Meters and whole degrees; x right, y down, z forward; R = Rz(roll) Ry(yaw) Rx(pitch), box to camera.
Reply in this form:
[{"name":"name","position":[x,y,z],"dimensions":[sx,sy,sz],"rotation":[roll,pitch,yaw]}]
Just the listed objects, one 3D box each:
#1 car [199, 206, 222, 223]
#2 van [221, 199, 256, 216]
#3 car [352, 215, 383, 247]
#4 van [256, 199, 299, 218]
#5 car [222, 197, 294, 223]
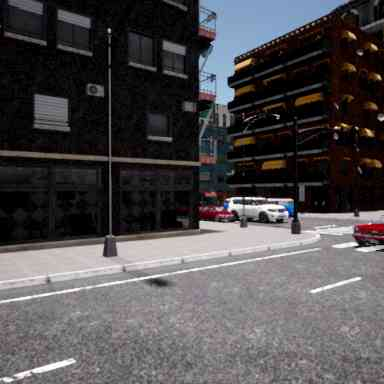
[{"name":"car","position":[1.814,1.869,28.657],"dimensions":[1.802,1.307,4.206],"rotation":[-1,0,-36]},{"name":"van","position":[5.244,1.669,38.088],"dimensions":[1.690,1.788,3.998],"rotation":[-1,0,-36]},{"name":"car","position":[8.716,1.614,13.885],"dimensions":[4.718,1.301,1.895],"rotation":[1,0,-36]},{"name":"van","position":[8.557,1.595,33.570],"dimensions":[1.690,1.788,3.998],"rotation":[-1,0,-36]},{"name":"car","position":[5.389,1.465,28.115],"dimensions":[2.150,2.045,5.566],"rotation":[0,-1,-36]}]
